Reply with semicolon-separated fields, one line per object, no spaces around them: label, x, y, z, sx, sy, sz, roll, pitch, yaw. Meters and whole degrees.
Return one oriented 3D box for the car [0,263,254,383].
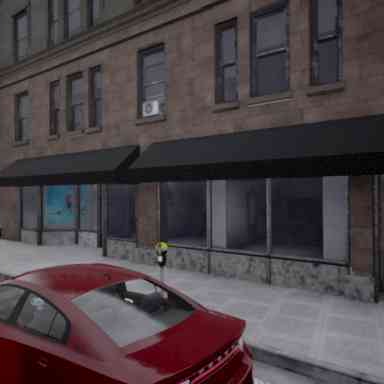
car;-1.518;1.545;3.932;4.507;1.381;1.887;0;0;35
